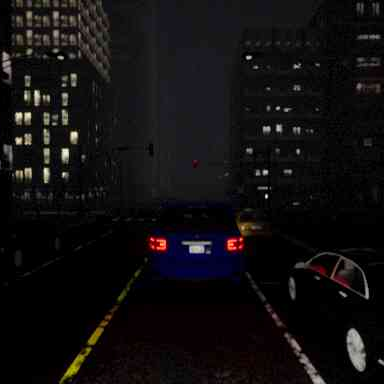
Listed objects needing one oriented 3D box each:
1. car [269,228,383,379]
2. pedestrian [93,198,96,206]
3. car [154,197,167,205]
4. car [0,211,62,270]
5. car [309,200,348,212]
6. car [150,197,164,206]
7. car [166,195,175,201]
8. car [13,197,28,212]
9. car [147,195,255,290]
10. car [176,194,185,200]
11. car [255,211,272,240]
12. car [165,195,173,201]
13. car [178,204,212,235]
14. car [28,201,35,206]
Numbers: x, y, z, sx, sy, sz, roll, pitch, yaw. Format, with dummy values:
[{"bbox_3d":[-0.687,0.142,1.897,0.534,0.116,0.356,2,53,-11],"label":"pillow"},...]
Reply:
[{"bbox_3d":[2.806,1.548,5.313,2.008,1.369,4.403,-1,0,0],"label":"car"},{"bbox_3d":[-12.555,1.286,43.078,0.500,1.100,0.500,0,0,1],"label":"pedestrian"},{"bbox_3d":[-5.711,1.535,60.210,1.947,1.339,4.313,-1,0,0],"label":"car"},{"bbox_3d":[-5.834,1.538,11.014,1.887,1.381,4.507,-1,0,0],"label":"car"},{"bbox_3d":[16.308,1.610,39.737,4.403,1.369,2.008,0,1,1],"label":"car"},{"bbox_3d":[-5.710,1.497,54.386,1.752,1.417,4.829,-1,0,0],"label":"car"},{"bbox_3d":[-5.714,1.502,88.483,1.887,1.381,4.507,-1,0,0],"label":"car"},{"bbox_3d":[-20.076,1.448,34.448,4.718,1.301,1.895,0,1,1],"label":"car"},{"bbox_3d":[0.095,1.216,9.226,2.150,2.045,5.566,0,0,0],"label":"car"},{"bbox_3d":[-3.012,1.204,86.683,2.128,1.511,4.902,0,0,0],"label":"car"},{"bbox_3d":[2.804,1.515,16.772,1.752,1.417,4.829,-1,0,0],"label":"car"},{"bbox_3d":[-5.713,1.542,82.828,1.802,1.307,4.206,-1,0,0],"label":"car"},{"bbox_3d":[0.095,1.514,19.737,1.812,1.442,4.674,0,0,-2],"label":"car"},{"bbox_3d":[-21.667,1.262,40.230,4.829,1.417,1.752,0,0,1],"label":"car"}]
